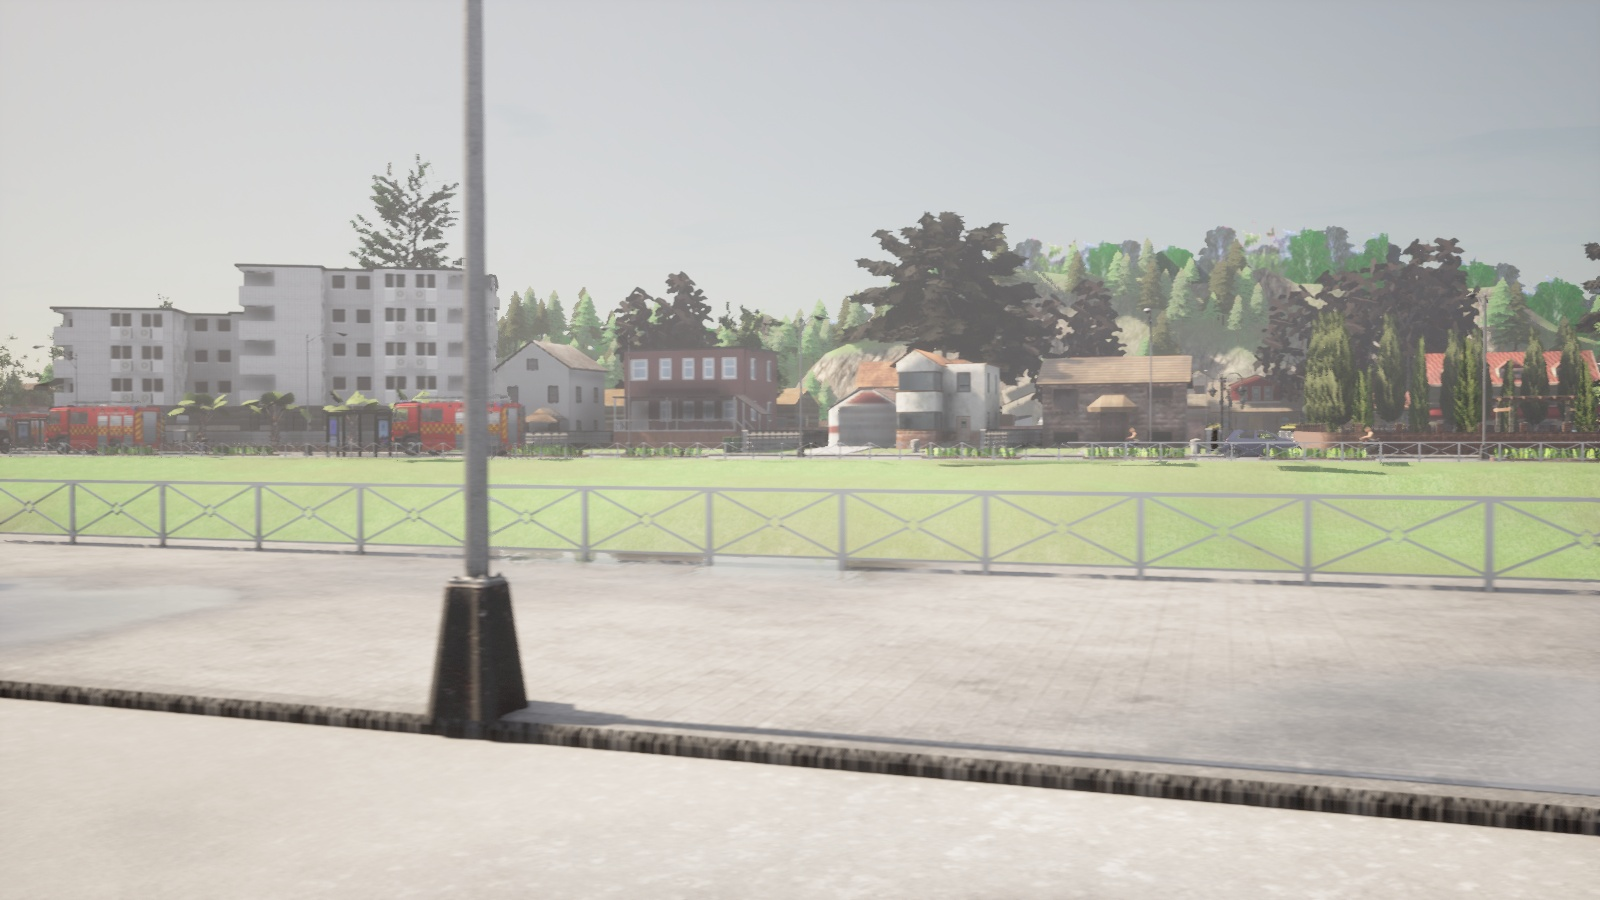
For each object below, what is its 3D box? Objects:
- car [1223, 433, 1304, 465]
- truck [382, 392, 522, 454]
[{"bbox_3d":[22.563,-0.055,61.210,3.633,1.501,1.845,1,1,19],"label":"car"},{"bbox_3d":[-22.321,-1.712,80.524,8.468,3.827,2.891,1,1,19],"label":"truck"}]
